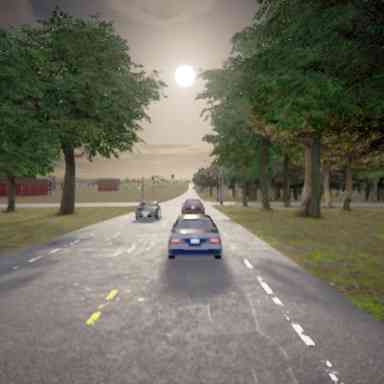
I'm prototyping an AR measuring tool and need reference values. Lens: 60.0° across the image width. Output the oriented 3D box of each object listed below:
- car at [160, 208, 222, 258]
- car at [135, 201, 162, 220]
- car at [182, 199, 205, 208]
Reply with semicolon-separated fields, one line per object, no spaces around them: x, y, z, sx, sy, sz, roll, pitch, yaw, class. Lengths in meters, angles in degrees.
0.095;1.550;12.655;2.033;1.411;5.357;0;0;0;car
-3.599;1.522;28.128;2.128;1.511;4.902;0;0;0;car
0.096;1.393;31.197;2.097;1.767;4.553;0;0;0;car
